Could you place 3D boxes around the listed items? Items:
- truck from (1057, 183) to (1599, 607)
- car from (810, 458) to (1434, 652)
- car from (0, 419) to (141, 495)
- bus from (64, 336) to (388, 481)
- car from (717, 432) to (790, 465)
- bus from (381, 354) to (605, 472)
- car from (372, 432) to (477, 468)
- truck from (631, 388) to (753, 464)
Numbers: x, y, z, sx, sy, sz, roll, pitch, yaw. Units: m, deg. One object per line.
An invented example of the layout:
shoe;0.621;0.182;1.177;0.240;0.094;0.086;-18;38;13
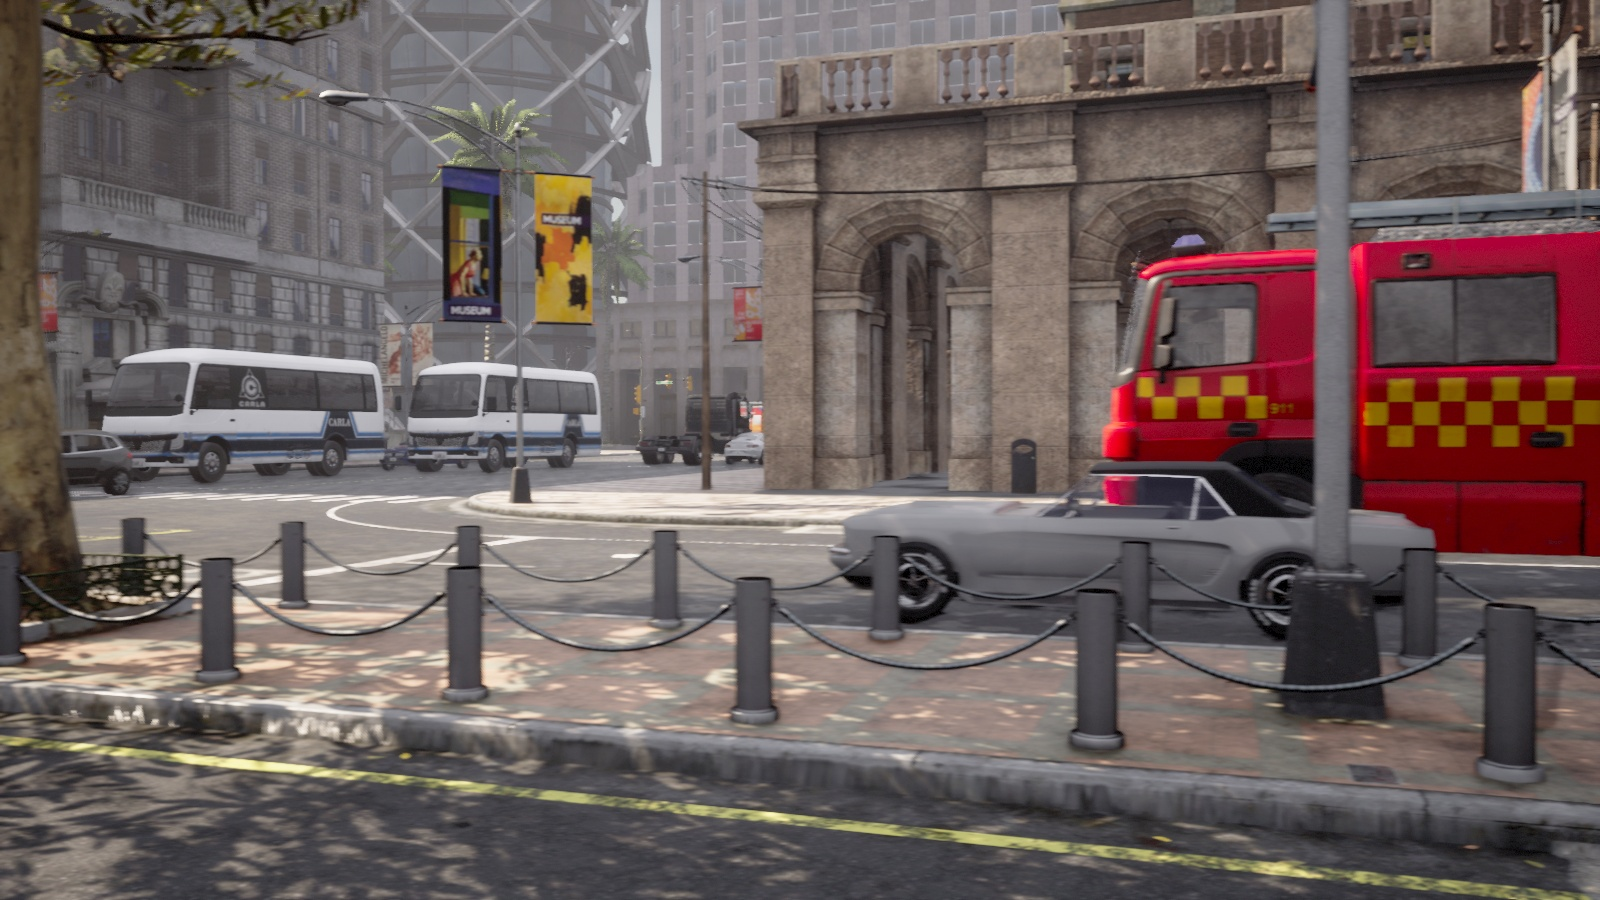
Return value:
truck;7.129;-0.518;12.907;8.468;3.827;2.891;1;1;19
car;2.627;0.766;10.674;4.718;1.301;1.895;1;1;20
car;-18.385;0.120;30.089;2.242;1.667;4.611;0;1;10
bus;-18.726;-1.296;42.178;3.944;4.253;10.273;1;1;18
car;-2.113;-0.095;58.619;1.812;1.442;4.674;1;1;19
bus;-12.091;-1.413;51.035;3.944;4.253;10.273;1;1;19
car;-15.462;-0.039;51.998;1.812;1.442;4.674;1;1;18
truck;-5.080;-1.147;60.733;2.891;3.462;7.936;1;1;19
